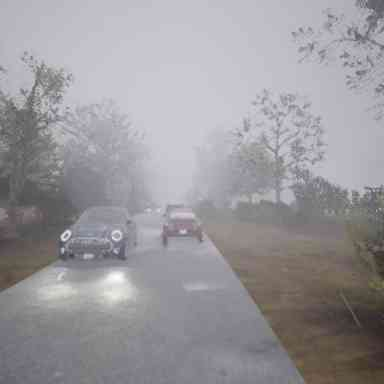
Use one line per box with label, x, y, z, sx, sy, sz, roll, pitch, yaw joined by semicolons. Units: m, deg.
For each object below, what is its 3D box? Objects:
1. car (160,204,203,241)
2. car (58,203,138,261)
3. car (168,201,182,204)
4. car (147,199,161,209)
car;-0.510;1.549;16.613;1.812;1.442;4.674;0;0;-3
car;-3.244;1.353;12.274;2.097;1.767;4.553;0;0;-3
car;-1.788;1.638;34.794;1.882;1.535;5.008;0;-1;-4
car;-6.182;1.855;54.792;2.097;1.767;4.553;0;-1;-4
